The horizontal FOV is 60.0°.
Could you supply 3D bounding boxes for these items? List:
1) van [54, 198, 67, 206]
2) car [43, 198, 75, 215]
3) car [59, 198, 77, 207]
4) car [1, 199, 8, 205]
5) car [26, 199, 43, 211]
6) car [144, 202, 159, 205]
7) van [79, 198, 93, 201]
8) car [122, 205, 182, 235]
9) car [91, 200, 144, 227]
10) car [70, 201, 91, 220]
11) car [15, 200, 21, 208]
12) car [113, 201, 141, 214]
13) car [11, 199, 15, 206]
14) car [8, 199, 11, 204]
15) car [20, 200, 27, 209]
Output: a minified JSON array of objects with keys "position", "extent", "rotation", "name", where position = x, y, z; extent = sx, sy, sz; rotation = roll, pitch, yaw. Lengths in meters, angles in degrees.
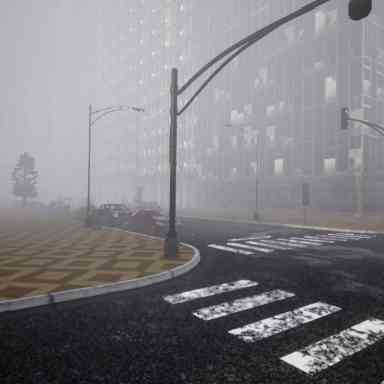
[{"position":[-27.921,2.117,70.767],"extent":[1.690,1.788,3.998],"rotation":[1,-1,-35],"name":"van"},{"position":[-15.255,1.739,38.017],"extent":[1.967,1.590,4.097],"rotation":[1,-1,-35],"name":"car"},{"position":[-24.666,2.036,66.109],"extent":[2.192,1.841,5.009],"rotation":[1,-1,-35],"name":"car"},{"position":[-41.302,2.287,75.282],"extent":[2.008,1.369,4.403],"rotation":[1,-1,-35],"name":"car"},{"position":[-21.767,1.959,47.332],"extent":[2.008,1.369,4.403],"rotation":[1,-1,-35],"name":"car"},{"position":[-5.130,1.833,38.158],"extent":[1.967,1.590,4.097],"rotation":[1,-1,-35],"name":"car"},{"position":[-18.154,1.953,56.792],"extent":[1.690,1.788,3.998],"rotation":[1,-1,-35],"name":"van"},{"position":[-2.232,1.662,19.382],"extent":[1.802,1.307,4.206],"rotation":[1,-1,-35],"name":"car"},{"position":[-5.487,1.575,24.042],"extent":[1.967,1.590,4.097],"rotation":[1,-1,-35],"name":"car"},{"position":[-8.646,1.713,28.560],"extent":[1.752,1.417,4.829],"rotation":[1,-1,-35],"name":"car"},{"position":[-28.278,2.062,56.649],"extent":[1.887,1.381,4.507],"rotation":[1,-1,-35],"name":"car"},{"position":[-8.483,1.974,42.954],"extent":[1.752,1.417,4.829],"rotation":[1,-1,-35],"name":"car"},{"position":[-31.535,2.123,61.307],"extent":[2.008,1.369,4.403],"rotation":[1,-1,-35],"name":"car"},{"position":[-34.791,2.209,65.965],"extent":[1.802,1.307,4.206],"rotation":[1,-1,-35],"name":"car"},{"position":[-25.023,2.029,51.990],"extent":[1.947,1.339,4.313],"rotation":[1,-1,-35],"name":"car"}]
